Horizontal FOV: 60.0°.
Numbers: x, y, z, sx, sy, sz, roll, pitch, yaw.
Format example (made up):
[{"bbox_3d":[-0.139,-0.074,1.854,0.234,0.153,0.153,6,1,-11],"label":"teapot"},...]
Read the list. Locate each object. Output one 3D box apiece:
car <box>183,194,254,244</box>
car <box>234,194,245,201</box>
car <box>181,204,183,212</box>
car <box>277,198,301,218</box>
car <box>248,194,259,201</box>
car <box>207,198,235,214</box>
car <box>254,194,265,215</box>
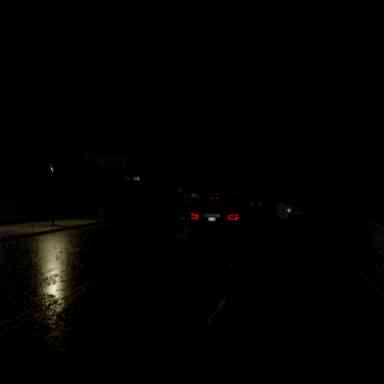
[{"bbox_3d":[1.504,1.165,15.836,2.150,2.045,5.566,0,0,15],"label":"car"},{"bbox_3d":[10.869,1.169,75.921,2.033,1.411,5.357,0,0,15],"label":"car"},{"bbox_3d":[0.250,1.391,36.923,1.812,1.442,4.674,0,0,15],"label":"car"},{"bbox_3d":[8.402,1.457,28.946,1.994,1.385,4.181,0,0,15],"label":"car"},{"bbox_3d":[13.682,1.199,73.868,2.033,1.411,5.357,0,0,15],"label":"car"},{"bbox_3d":[3.139,1.418,35.163,2.033,1.411,5.357,0,0,15],"label":"car"},{"bbox_3d":[6.077,1.233,32.802,2.097,1.767,4.553,0,0,15],"label":"car"}]
